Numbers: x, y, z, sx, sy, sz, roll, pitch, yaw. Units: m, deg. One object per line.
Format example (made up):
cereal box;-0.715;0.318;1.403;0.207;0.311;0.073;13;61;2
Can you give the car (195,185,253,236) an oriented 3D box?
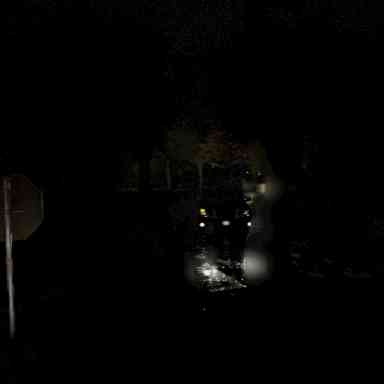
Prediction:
car;1.404;0.727;15.370;2.150;2.045;5.566;-1;2;2

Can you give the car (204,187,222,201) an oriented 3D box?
car;2.461;0.207;40.571;2.033;1.411;5.357;-1;2;2
